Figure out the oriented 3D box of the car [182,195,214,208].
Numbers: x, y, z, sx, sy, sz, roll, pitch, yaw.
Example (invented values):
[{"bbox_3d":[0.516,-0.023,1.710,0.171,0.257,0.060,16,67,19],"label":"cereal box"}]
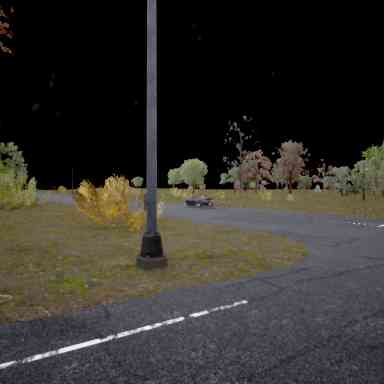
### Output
[{"bbox_3d":[0.694,1.115,40.478,1.837,1.490,4.892,-1,1,-35],"label":"car"}]
